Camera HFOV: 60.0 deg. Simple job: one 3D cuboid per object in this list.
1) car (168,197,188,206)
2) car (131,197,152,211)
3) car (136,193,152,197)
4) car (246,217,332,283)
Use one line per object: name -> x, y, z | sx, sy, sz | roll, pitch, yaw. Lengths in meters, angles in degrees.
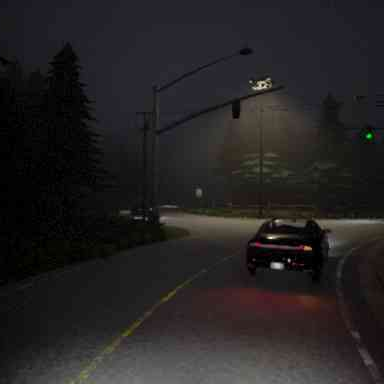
car -> -2.247, 1.574, 55.595 | 1.994, 1.385, 4.181 | 0, 0, 27
car -> -4.958, 1.500, 32.766 | 1.837, 1.490, 4.892 | 0, 0, -16
car -> -6.212, 1.206, 43.083 | 2.150, 2.045, 5.566 | 0, 0, 7
car -> 3.000, 1.508, 9.948 | 2.128, 1.511, 4.902 | 0, 0, 25
